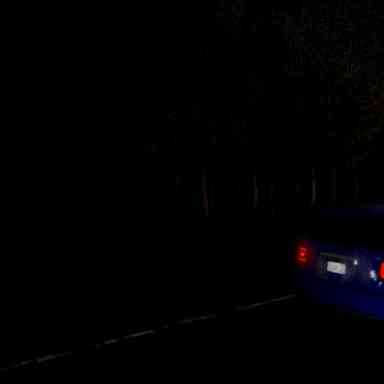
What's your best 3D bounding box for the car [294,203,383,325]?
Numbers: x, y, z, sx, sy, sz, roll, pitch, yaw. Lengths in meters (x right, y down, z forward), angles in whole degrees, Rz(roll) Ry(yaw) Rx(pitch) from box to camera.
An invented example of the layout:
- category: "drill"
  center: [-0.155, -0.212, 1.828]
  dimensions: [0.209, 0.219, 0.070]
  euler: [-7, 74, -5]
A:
- category: "car"
  center: [4.417, 1.226, 6.482]
  dimensions: [5.566, 2.045, 2.150]
  euler: [0, 0, -33]
